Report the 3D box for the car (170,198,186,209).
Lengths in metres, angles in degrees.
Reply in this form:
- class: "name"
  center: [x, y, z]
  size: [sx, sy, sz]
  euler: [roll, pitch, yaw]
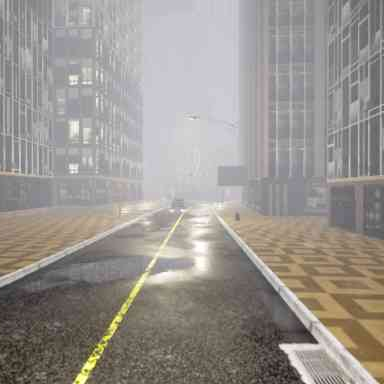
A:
- class: "car"
  center: [-1.821, 1.587, 46.350]
  size: [1.837, 1.490, 4.892]
  euler: [0, -1, 4]
